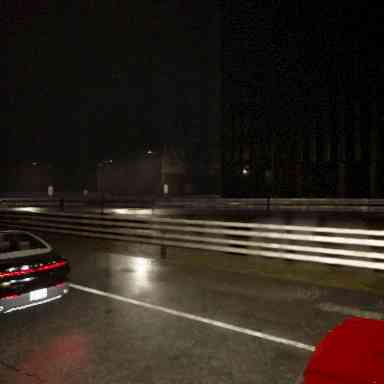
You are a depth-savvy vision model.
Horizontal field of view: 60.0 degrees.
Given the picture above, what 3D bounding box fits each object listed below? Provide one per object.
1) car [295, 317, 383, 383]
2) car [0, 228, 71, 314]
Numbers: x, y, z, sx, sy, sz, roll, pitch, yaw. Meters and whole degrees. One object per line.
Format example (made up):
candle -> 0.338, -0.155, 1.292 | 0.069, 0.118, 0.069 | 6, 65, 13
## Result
car -> 3.007, 1.594, 1.852 | 4.718, 1.301, 1.895 | 0, 0, 35
car -> -4.625, 1.537, 7.170 | 4.892, 1.490, 1.837 | 0, 0, 36
